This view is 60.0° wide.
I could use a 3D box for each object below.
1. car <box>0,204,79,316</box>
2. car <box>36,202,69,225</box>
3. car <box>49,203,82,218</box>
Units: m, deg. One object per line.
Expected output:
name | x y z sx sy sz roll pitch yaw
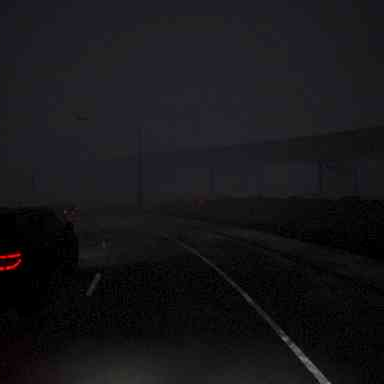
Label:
car | -4.185 1.348 7.744 2.150 2.045 5.566 0 -1 -8
car | -12.602 1.848 29.879 2.097 1.767 4.553 -1 -1 -31
car | -14.742 2.100 38.661 2.128 1.511 4.902 -1 -1 -39
